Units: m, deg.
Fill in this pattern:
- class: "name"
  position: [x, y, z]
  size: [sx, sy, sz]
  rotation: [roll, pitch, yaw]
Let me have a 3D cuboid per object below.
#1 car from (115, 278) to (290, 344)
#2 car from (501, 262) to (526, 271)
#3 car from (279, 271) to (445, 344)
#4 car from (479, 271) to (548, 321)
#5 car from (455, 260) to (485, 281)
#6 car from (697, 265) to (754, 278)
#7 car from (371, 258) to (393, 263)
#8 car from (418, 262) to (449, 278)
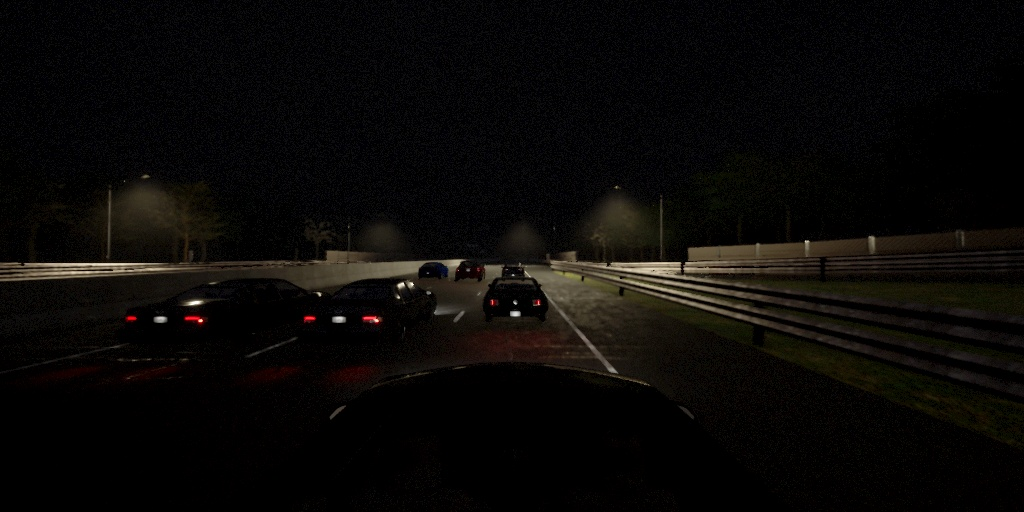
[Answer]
- class: "car"
  position: [-6.900, 1.301, 9.547]
  size: [2.033, 1.411, 5.357]
  rotation: [0, 0, 0]
- class: "car"
  position: [0.098, 1.275, 30.164]
  size: [2.128, 1.511, 4.902]
  rotation: [0, 0, 0]
- class: "car"
  position: [-3.400, 1.302, 9.553]
  size: [2.033, 1.411, 5.357]
  rotation: [0, 0, 0]
- class: "car"
  position: [0.100, 1.357, 12.422]
  size: [1.895, 1.301, 4.718]
  rotation: [0, 0, 0]
- class: "car"
  position: [-3.402, 1.135, 29.940]
  size: [2.097, 1.767, 4.553]
  rotation: [0, 0, 0]
- class: "car"
  position: [19.269, 1.152, 32.626]
  size: [1.882, 1.535, 5.008]
  rotation: [0, -2, -20]
- class: "car"
  position: [-17.503, 1.002, 48.332]
  size: [2.097, 1.767, 4.553]
  rotation: [0, 0, 0]
- class: "car"
  position: [-6.902, 1.265, 31.886]
  size: [1.882, 1.535, 5.008]
  rotation: [0, 0, 0]
